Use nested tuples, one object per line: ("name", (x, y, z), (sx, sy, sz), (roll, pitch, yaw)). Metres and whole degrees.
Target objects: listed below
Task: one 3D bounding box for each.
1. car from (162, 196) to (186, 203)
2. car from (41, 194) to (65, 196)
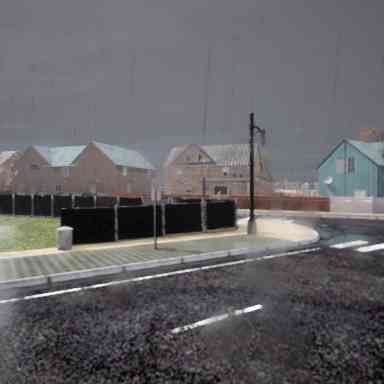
("car", (-1.138, 1.075, 25.397), (5.008, 1.535, 1.882), (1, 0, 18))
("car", (-11.819, 0.899, 29.049), (5.008, 1.535, 1.882), (1, 0, 19))
